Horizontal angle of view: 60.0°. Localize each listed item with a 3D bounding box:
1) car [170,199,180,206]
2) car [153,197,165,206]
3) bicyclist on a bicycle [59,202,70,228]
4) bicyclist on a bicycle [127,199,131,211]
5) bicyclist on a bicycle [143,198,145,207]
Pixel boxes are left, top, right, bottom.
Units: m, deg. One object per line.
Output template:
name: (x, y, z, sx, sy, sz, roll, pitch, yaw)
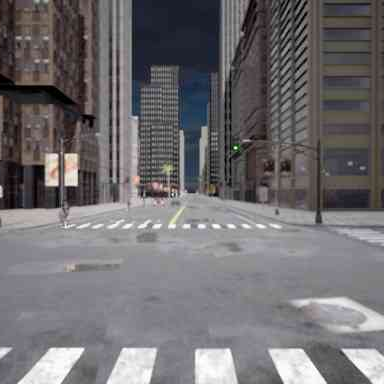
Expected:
car: (-3.243, 2.157, 66.100, 2.033, 1.411, 5.357, 0, -1, 0)
car: (-6.493, 1.972, 66.132, 2.097, 1.767, 4.553, 0, -1, 0)
bicyclist on a bicycle: (-8.747, 1.564, 22.848, 0.659, 1.776, 1.843, 0, -1, 0)
bicyclist on a bicycle: (-8.745, 1.846, 46.087, 0.582, 1.620, 1.656, 0, 0, 0)
bicyclist on a bicycle: (-8.743, 1.983, 60.448, 0.582, 1.620, 1.656, 0, -4, 0)
